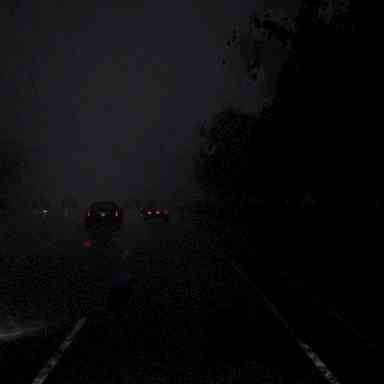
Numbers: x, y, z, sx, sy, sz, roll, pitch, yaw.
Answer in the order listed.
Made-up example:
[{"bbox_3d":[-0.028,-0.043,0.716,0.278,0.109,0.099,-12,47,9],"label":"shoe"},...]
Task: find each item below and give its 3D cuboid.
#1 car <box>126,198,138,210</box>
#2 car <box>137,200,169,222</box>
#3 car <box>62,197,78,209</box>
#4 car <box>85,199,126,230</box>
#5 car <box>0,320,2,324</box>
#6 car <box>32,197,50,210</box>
[{"bbox_3d":[-7.694,1.486,42.136,2.128,1.511,4.902,0,0,-20],"label":"car"},{"bbox_3d":[-3.031,1.543,26.611,2.033,1.411,5.357,0,0,-12],"label":"car"},{"bbox_3d":[-16.565,1.478,45.090,2.128,1.511,4.902,0,0,-23],"label":"car"},{"bbox_3d":[-5.603,1.350,21.579,2.097,1.767,4.553,0,0,-10],"label":"car"},{"bbox_3d":[-3.499,1.552,2.118,2.033,1.411,5.357,0,0,-2],"label":"car"},{"bbox_3d":[-19.576,1.475,43.235,2.128,1.511,4.902,0,0,-22],"label":"car"}]
